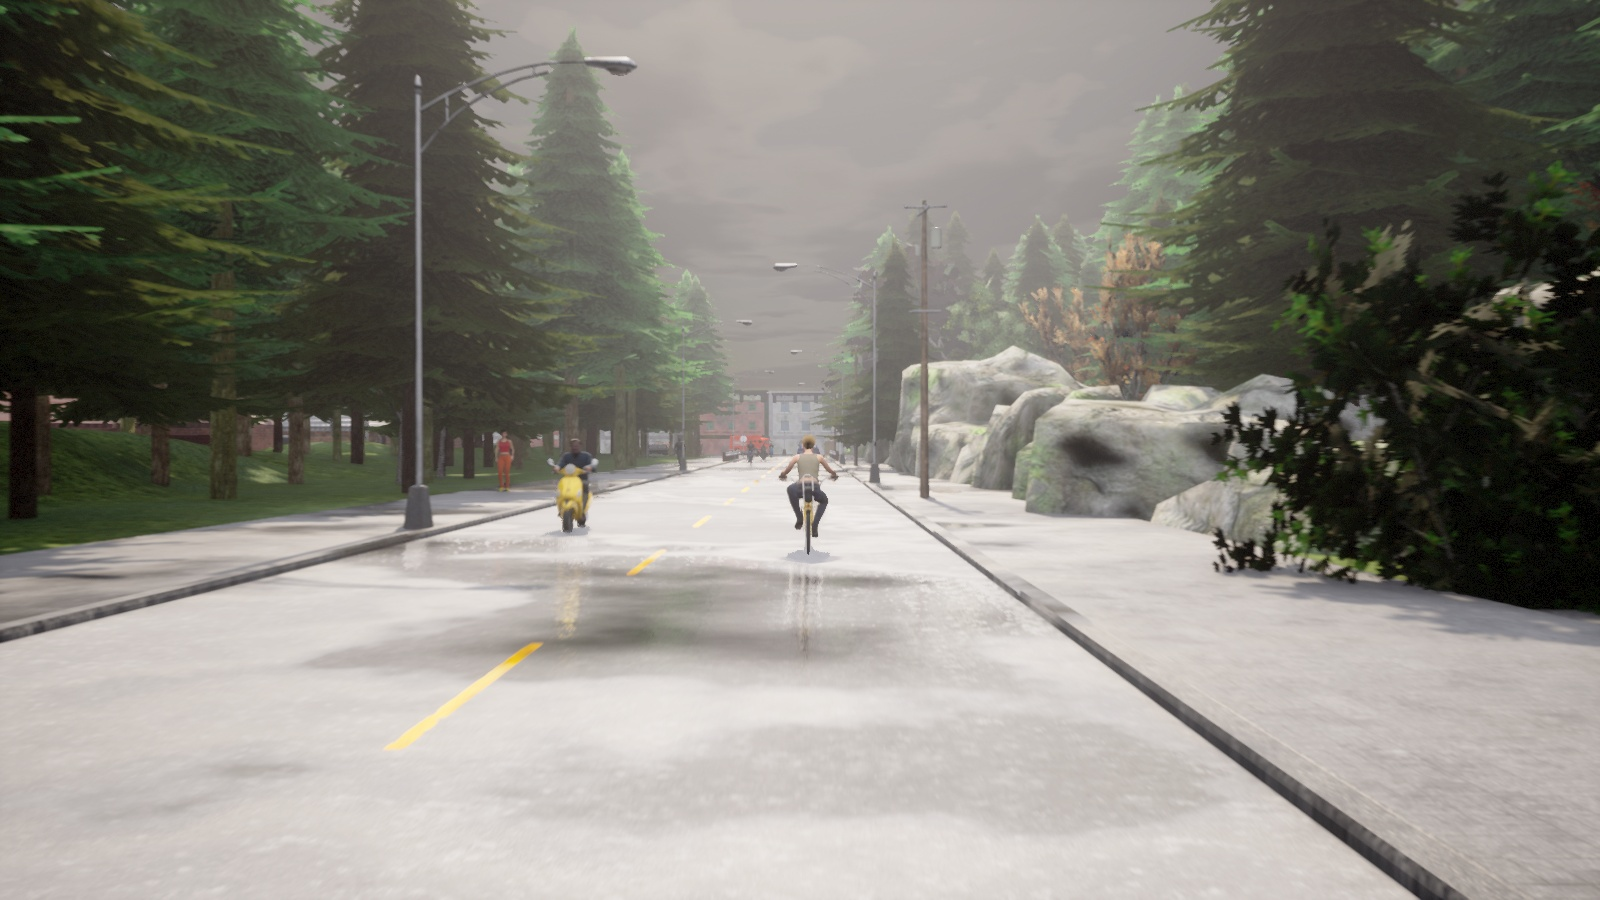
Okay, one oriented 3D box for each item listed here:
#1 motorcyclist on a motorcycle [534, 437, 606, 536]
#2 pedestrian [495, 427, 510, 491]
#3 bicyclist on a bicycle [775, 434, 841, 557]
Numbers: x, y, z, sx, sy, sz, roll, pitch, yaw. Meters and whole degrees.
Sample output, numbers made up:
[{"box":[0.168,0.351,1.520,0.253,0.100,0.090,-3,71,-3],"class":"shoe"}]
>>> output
[{"box":[-3.853,0.589,21.157,0.866,1.590,1.817,0,0,0],"class":"motorcyclist on a motorcycle"},{"box":[-8.572,0.265,36.217,0.345,1.836,0.594,0,0,-4],"class":"pedestrian"},{"box":[0.116,0.595,17.318,0.866,1.612,1.509,0,0,1],"class":"bicyclist on a bicycle"}]
